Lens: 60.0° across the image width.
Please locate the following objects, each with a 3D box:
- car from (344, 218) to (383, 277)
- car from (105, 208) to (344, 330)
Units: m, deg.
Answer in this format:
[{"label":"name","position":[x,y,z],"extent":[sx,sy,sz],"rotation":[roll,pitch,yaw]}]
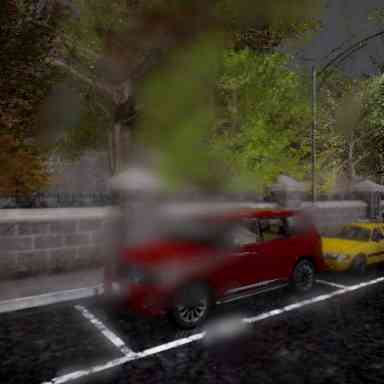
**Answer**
[{"label":"car","position":[5.146,1.524,10.231],"extent":[4.829,1.417,1.752],"rotation":[0,0,-36]},{"label":"car","position":[0.778,1.314,7.112],"extent":[5.009,1.841,2.192],"rotation":[0,0,-36]}]
